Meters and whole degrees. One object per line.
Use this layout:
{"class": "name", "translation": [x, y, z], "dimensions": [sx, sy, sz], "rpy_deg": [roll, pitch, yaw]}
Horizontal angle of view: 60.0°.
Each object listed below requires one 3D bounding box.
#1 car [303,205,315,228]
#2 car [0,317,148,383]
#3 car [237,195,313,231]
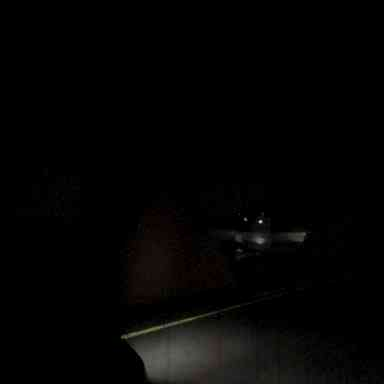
{"class": "car", "translation": [8.550, 1.555, 18.695], "dimensions": [4.181, 1.385, 1.994], "rpy_deg": [0, 0, -36]}
{"class": "car", "translation": [-2.583, 1.505, 1.904], "dimensions": [4.892, 1.490, 1.837], "rpy_deg": [0, 0, -36]}
{"class": "car", "translation": [5.325, 1.213, 20.692], "dimensions": [5.566, 2.045, 2.150], "rpy_deg": [0, 0, -36]}
